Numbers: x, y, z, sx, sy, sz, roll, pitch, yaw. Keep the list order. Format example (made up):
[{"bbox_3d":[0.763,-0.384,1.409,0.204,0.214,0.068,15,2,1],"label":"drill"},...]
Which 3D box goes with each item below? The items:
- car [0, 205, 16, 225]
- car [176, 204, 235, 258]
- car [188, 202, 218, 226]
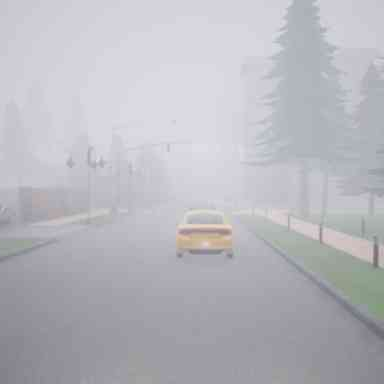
[{"bbox_3d":[-12.341,1.016,18.298,4.605,1.855,1.932,0,0,1],"label":"car"},{"bbox_3d":[0.463,1.395,12.459,1.882,1.535,5.008,0,0,1],"label":"car"},{"bbox_3d":[0.699,1.450,22.906,1.895,1.301,4.718,0,0,1],"label":"car"}]
